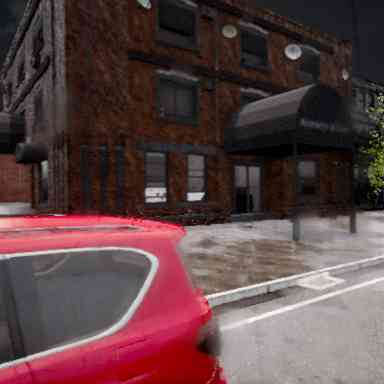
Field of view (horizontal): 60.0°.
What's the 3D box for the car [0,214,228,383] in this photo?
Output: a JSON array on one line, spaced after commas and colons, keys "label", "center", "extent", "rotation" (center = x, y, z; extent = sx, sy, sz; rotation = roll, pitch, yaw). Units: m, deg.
[{"label": "car", "center": [-2.333, 1.223, 1.714], "extent": [5.566, 2.045, 2.150], "rotation": [0, 0, -35]}]
